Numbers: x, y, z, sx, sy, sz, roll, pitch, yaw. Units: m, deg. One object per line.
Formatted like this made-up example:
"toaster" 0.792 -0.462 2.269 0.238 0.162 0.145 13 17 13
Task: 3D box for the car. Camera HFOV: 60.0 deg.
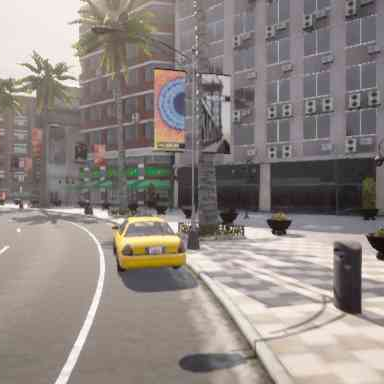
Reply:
"car" -1.584 1.447 10.823 1.801 1.575 5.366 0 0 -15
